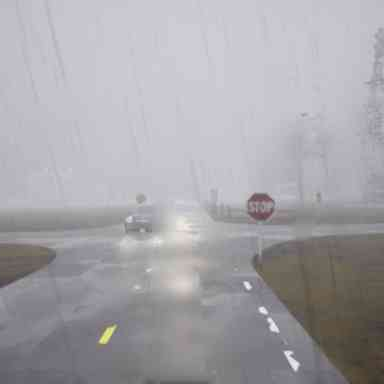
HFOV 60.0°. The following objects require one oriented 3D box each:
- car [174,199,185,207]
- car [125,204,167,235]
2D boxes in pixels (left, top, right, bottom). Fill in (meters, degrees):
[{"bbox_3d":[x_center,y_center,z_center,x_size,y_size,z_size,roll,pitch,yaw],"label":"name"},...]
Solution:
[{"bbox_3d":[-2.595,2.221,68.645,1.812,1.442,4.674,0,0,0],"label":"car"},{"bbox_3d":[-2.704,1.538,20.417,2.097,1.767,4.553,0,-1,0],"label":"car"}]
